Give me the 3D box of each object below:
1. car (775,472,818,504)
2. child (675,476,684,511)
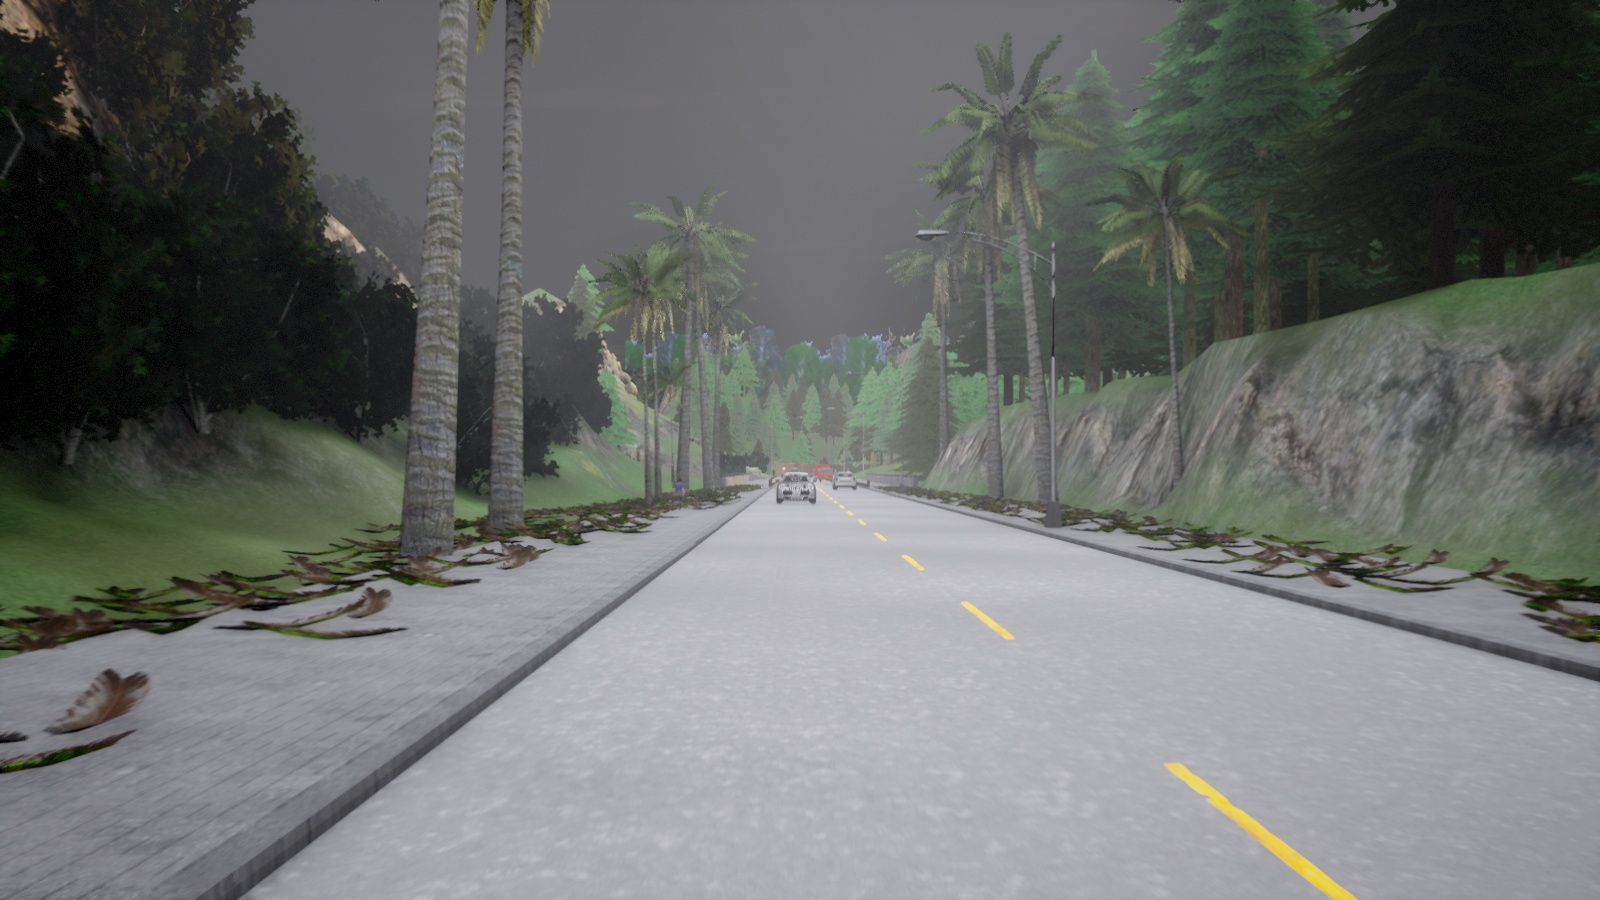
[{"bbox_3d":[-0.163,1.787,59.706,1.970,1.475,3.806,0,-1,0],"label":"car"},{"bbox_3d":[-4.441,1.592,46.250,0.270,1.263,0.437,0,-1,0],"label":"child"}]
